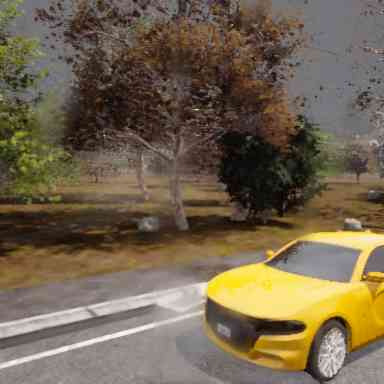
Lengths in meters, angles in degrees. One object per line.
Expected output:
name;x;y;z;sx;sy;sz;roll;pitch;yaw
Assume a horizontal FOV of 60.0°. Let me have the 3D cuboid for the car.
car;2.482;1.447;5.549;5.008;1.535;1.882;0;0;-33
